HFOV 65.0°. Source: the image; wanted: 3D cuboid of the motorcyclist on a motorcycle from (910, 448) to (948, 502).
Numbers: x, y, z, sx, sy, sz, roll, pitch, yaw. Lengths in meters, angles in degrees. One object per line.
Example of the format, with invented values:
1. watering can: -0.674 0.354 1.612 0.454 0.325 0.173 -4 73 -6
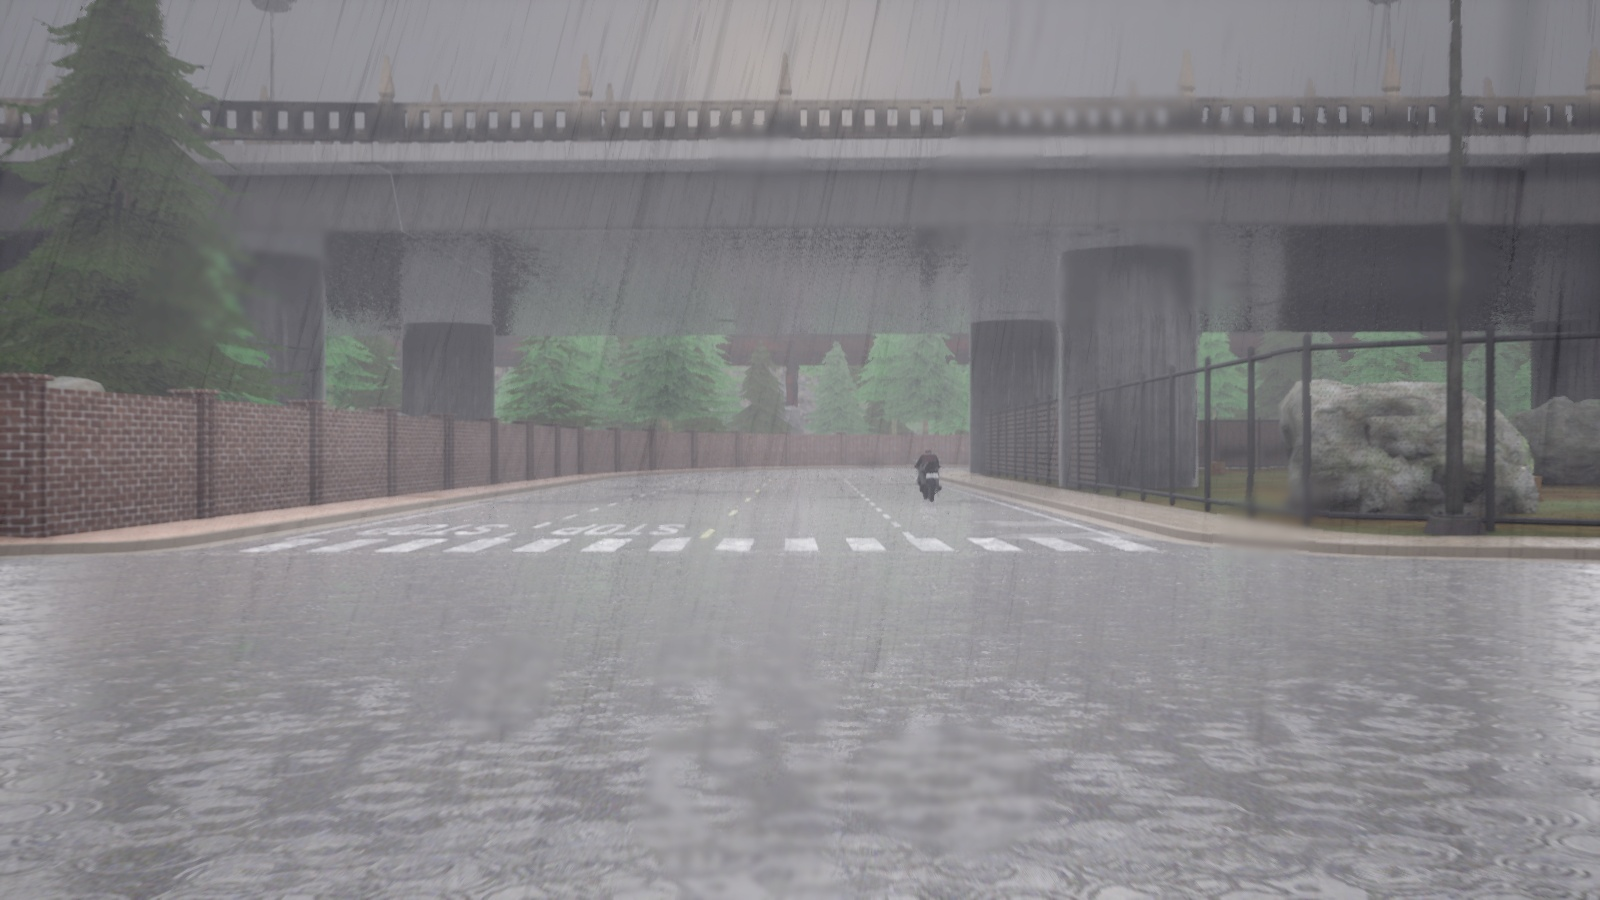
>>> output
1. motorcyclist on a motorcycle: 3.720 0.703 36.346 0.866 1.530 2.191 0 0 0
